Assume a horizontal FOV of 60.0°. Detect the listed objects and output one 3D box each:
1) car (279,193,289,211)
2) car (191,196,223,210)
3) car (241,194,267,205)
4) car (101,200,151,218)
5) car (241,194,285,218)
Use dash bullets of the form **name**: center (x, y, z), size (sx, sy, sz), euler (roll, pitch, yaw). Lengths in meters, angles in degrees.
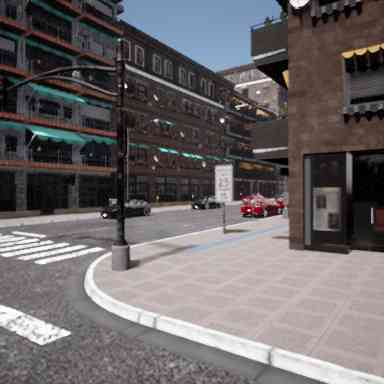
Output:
- **car**: center (8.494, 1.061, 29.851), size (1.802, 1.307, 4.206), euler (1, 1, 35)
- **car**: center (1.670, 1.075, 34.724), size (1.947, 1.339, 4.313), euler (1, 1, 35)
- **car**: center (8.202, 0.910, 43.968), size (1.802, 1.307, 4.206), euler (1, 1, 35)
- **car**: center (-4.968, 1.257, 25.548), size (1.947, 1.339, 4.313), euler (1, 1, 35)
- **car**: center (5.286, 1.114, 25.186), size (1.887, 1.381, 4.507), euler (1, 1, 35)
